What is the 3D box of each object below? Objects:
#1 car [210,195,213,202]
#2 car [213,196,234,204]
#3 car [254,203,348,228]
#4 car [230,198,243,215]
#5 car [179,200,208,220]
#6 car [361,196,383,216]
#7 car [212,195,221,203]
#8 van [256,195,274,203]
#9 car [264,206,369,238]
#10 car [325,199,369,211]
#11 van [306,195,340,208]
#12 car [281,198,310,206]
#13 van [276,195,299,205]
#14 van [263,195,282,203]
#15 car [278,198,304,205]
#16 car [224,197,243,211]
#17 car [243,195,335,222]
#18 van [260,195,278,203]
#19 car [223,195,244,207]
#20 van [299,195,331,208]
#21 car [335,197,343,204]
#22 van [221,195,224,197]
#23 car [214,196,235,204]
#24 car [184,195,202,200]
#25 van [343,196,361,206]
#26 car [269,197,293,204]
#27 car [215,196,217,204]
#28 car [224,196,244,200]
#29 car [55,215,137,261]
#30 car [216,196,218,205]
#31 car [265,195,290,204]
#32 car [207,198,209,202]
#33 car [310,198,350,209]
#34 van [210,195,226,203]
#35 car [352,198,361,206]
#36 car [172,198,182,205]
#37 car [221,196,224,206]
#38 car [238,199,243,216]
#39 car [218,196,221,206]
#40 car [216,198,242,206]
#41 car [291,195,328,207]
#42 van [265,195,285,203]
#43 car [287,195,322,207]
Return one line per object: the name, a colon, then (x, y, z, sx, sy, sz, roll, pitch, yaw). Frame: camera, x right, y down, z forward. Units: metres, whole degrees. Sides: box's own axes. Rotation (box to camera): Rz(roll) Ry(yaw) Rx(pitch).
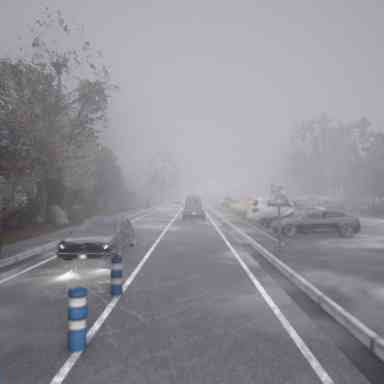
car: (7.070, 1.919, 71.265, 5.366, 1.575, 1.946, 0, 0, 0)
car: (7.272, 1.843, 76.816, 4.553, 1.767, 2.185, 0, 0, 0)
car: (6.834, 1.683, 21.305, 5.008, 1.535, 2.097, 0, 0, 0)
car: (6.738, 1.677, 32.411, 5.366, 1.575, 1.946, 0, 0, 0)
car: (0.133, 1.705, 29.239, 1.994, 1.385, 4.181, 0, 0, -1)
car: (20.031, 1.420, 32.266, 5.566, 2.045, 2.435, 0, 0, 0)
car: (6.999, 1.849, 62.937, 5.366, 1.575, 1.946, 0, 0, 0)
van: (20.407, 1.944, 93.183, 4.442, 1.987, 1.878, 0, -1, 1)
car: (6.775, 1.713, 18.529, 4.792, 1.488, 2.163, 0, 0, 0)
car: (20.126, 1.717, 43.339, 4.792, 1.488, 2.163, 0, 0, 1)
van: (20.284, 1.523, 51.648, 4.442, 1.987, 1.878, 0, 0, 1)
car: (20.281, 1.865, 65.497, 5.008, 1.535, 2.097, 0, 0, 1)
van: (20.452, 1.687, 71.163, 4.442, 1.987, 1.878, 0, 0, 0)
van: (20.569, 1.802, 84.888, 4.442, 1.987, 1.878, 0, 0, 1)
car: (20.314, 1.930, 68.391, 4.674, 1.452, 2.002, 0, 0, 0)
car: (6.786, 1.678, 38.084, 5.366, 1.575, 1.946, 0, 0, 0)
car: (6.880, 1.431, 24.081, 5.566, 2.045, 2.435, 0, 0, 0)
van: (20.361, 1.827, 87.793, 4.442, 1.987, 1.878, 0, -1, 0)
car: (7.073, 1.588, 46.282, 4.553, 1.767, 2.185, 0, 0, 0)
van: (20.075, 1.546, 54.420, 4.442, 1.987, 1.878, 0, 0, 1)
car: (20.103, 1.707, 40.700, 4.792, 1.488, 2.163, 0, 0, 1)
van: (7.206, 1.532, 51.832, 4.442, 1.987, 1.878, 0, 0, 0)
car: (7.248, 1.819, 74.041, 4.553, 1.767, 2.185, 0, 0, 0)
car: (0.168, 1.451, 45.013, 2.150, 2.045, 5.566, 0, 0, 0)
van: (20.167, 1.446, 37.929, 4.442, 1.987, 1.878, 0, 0, 0)
car: (20.376, 1.958, 76.577, 5.008, 1.535, 2.097, 0, 0, 1)
car: (7.131, 1.858, 60.159, 4.792, 1.488, 2.163, 0, 0, 0)
car: (7.012, 1.698, 43.503, 4.892, 1.521, 2.231, 0, 0, 0)
car: (-3.346, 1.614, 12.840, 2.033, 1.411, 5.357, 0, 0, 0)
car: (7.108, 1.834, 57.383, 4.792, 1.488, 2.163, 0, 0, 0)
car: (20.378, 1.732, 79.474, 5.566, 2.045, 2.435, 0, 0, 0)
car: (7.426, 1.810, 87.921, 5.566, 2.045, 2.435, 0, 0, 0)
car: (20.149, 1.725, 48.877, 5.008, 1.535, 2.097, 0, 0, 1)
van: (7.329, 1.956, 93.457, 4.442, 1.987, 1.878, 0, -1, 0)
car: (19.998, 1.700, 35.036, 4.792, 1.488, 2.163, 0, 0, 0)
car: (-3.057, 1.935, 67.297, 2.033, 1.411, 5.357, 0, 0, 0)
car: (7.095, 1.764, 49.054, 4.792, 1.488, 2.163, 0, 0, 0)
car: (6.906, 1.682, 29.634, 4.892, 1.521, 2.231, 0, 0, 0)
car: (7.084, 1.811, 54.607, 4.792, 1.488, 2.163, 0, 0, 0)
car: (7.214, 1.876, 65.711, 4.892, 1.521, 2.231, 0, 0, 0)
car: (20.187, 1.544, 57.188, 5.566, 2.045, 2.435, 0, 0, 0)
van: (20.546, 1.780, 82.243, 4.442, 1.987, 1.878, 0, 0, 0)
car: (20.211, 1.567, 59.958, 5.566, 2.045, 2.435, 0, 0, 0)
